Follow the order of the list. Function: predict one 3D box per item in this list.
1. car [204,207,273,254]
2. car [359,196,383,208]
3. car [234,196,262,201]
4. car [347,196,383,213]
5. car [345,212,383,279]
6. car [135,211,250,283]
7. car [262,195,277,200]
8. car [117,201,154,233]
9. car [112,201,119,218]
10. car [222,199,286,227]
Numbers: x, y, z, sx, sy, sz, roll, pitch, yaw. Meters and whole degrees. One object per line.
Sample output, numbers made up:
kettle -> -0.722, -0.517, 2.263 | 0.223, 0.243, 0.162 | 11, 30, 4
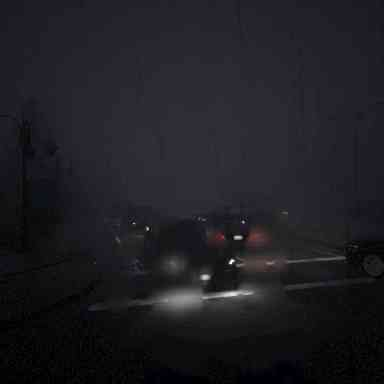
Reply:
car -> 1.349, 1.538, 13.396 | 2.033, 1.411, 5.357 | 0, 0, -4
car -> 23.893, 1.273, 43.200 | 1.845, 1.501, 3.633 | 0, 0, -17
car -> 7.347, 1.287, 46.166 | 2.007, 1.523, 4.514 | 0, 0, -17
car -> 15.588, 1.356, 29.211 | 1.970, 1.475, 3.806 | 0, 0, -17
car -> 6.532, 1.475, 8.247 | 5.008, 1.535, 1.882 | 0, 0, 39
car -> -0.370, 1.543, 10.116 | 2.033, 1.411, 5.357 | 0, 0, -15
car -> 10.335, 1.277, 47.123 | 2.152, 1.636, 5.027 | 0, 0, -17
car -> -3.106, 1.529, 19.950 | 2.033, 1.411, 5.357 | 0, 0, -17
car -> -6.269, 1.515, 30.101 | 2.033, 1.411, 5.357 | 0, 0, -17
car -> 2.846, 1.467, 19.897 | 5.357, 1.411, 2.033 | -3, 1, -15
